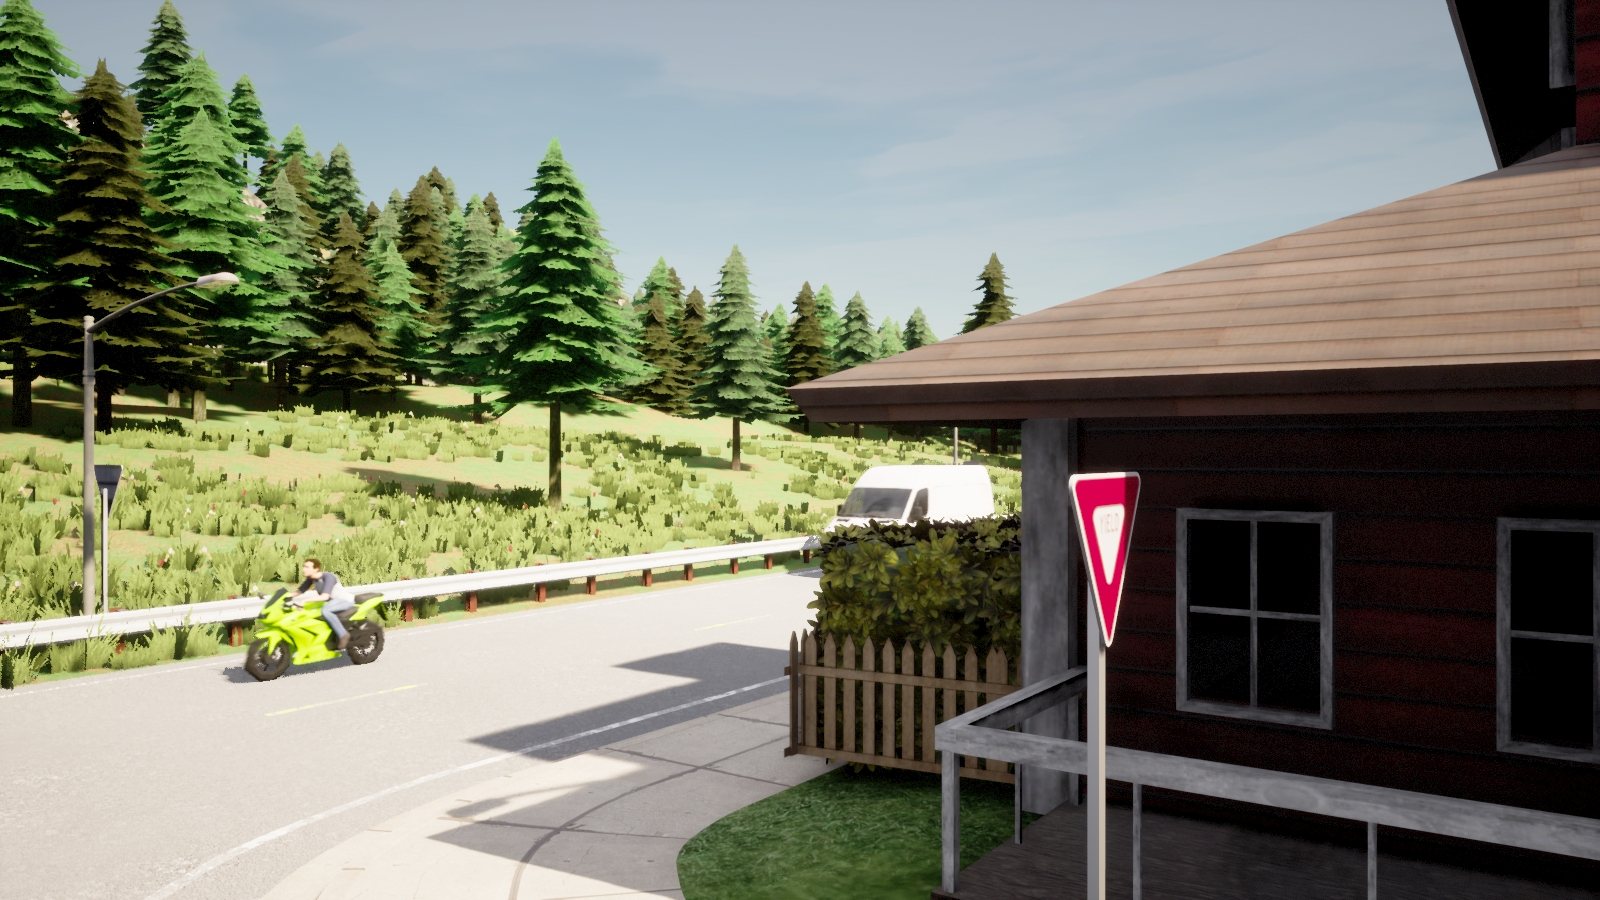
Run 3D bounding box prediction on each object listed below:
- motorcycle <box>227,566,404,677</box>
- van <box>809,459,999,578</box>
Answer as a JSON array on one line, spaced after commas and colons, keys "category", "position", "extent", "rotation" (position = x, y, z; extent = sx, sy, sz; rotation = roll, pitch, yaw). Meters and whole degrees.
[{"category": "motorcycle", "position": [-6.345, 2.213, 15.073], "extent": [0.803, 1.145, 2.033], "rotation": [0, 0, 35]}, {"category": "van", "position": [2.718, 1.534, 28.088], "extent": [1.988, 2.561, 5.915], "rotation": [0, 0, 35]}]
